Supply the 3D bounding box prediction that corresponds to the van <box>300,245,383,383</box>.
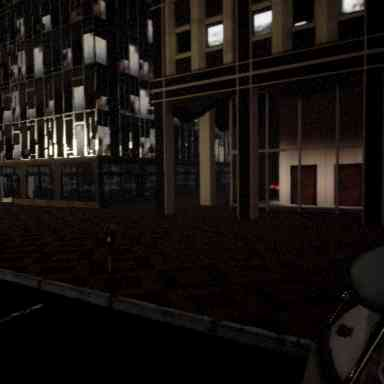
[{"bbox_3d":[2.420,1.212,1.183,3.998,1.788,1.690,0,4,32],"label":"van"}]
